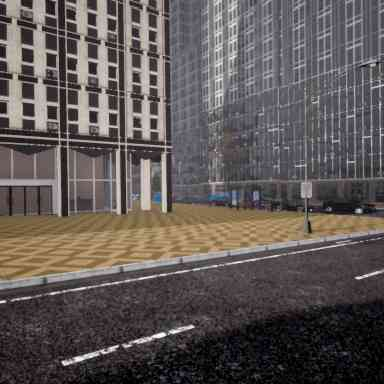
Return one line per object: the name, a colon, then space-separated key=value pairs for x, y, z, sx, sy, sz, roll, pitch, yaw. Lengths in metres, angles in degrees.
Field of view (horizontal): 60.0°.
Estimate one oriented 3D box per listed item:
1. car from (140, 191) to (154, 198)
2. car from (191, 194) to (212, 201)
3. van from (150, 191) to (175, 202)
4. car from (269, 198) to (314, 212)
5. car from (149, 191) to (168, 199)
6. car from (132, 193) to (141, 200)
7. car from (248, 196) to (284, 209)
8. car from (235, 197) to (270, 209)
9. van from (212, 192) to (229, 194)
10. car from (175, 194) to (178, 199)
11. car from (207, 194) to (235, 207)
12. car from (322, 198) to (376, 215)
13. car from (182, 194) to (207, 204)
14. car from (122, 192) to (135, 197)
car: x=-11.124 y=0.686 z=82.196 sx=1.967 sy=1.590 sz=4.097 roll=0 pitch=1 yaw=-34
car: x=1.718 y=1.043 z=63.437 sx=1.802 sy=1.307 sz=4.206 roll=0 pitch=1 yaw=-34
van: x=-5.197 y=0.937 z=58.703 sx=1.690 sy=1.788 sz=3.998 roll=0 pitch=1 yaw=-34
car: x=10.747 y=1.424 z=35.182 sx=1.947 sy=1.339 sz=4.313 roll=0 pitch=1 yaw=-34
car: x=-7.914 y=0.615 z=77.505 sx=2.192 sy=1.841 sz=5.009 roll=0 pitch=1 yaw=-34
car: x=-11.619 y=1.039 z=68.085 sx=2.008 sy=1.369 sz=4.403 roll=0 pitch=1 yaw=-34
car: x=9.274 y=1.319 z=42.136 sx=1.994 sy=1.385 sz=4.181 roll=-1 pitch=1 yaw=-34
car: x=7.550 y=1.388 z=39.884 sx=1.802 sy=1.307 sz=4.206 roll=0 pitch=1 yaw=-34
van: x=4.928 y=0.855 z=58.744 sx=1.690 sy=1.788 sz=3.998 roll=0 pitch=1 yaw=-34
car: x=-4.703 y=0.936 z=72.818 sx=1.802 sy=1.307 sz=4.206 roll=0 pitch=1 yaw=-34
car: x=4.388 y=1.319 z=44.606 sx=1.947 sy=1.339 sz=4.313 roll=0 pitch=1 yaw=-34
car: x=15.500 y=1.332 z=33.059 sx=1.882 sy=1.535 sz=5.008 roll=-1 pitch=1 yaw=-35
car: x=0.392 y=1.158 z=55.156 sx=2.033 sy=1.411 sz=5.357 roll=-1 pitch=1 yaw=-34
car: x=-17.544 y=0.688 z=91.577 sx=2.008 sy=1.369 sz=4.403 roll=0 pitch=1 yaw=-34
